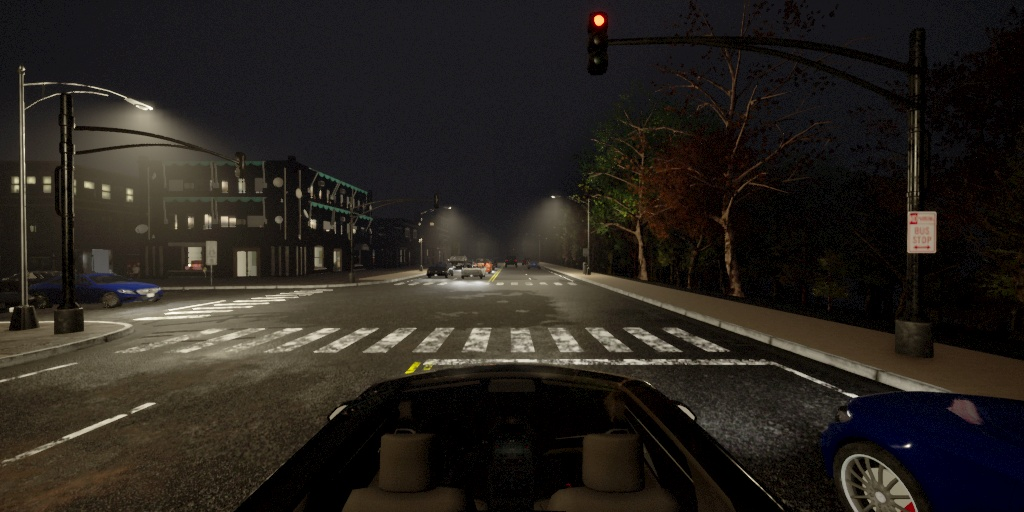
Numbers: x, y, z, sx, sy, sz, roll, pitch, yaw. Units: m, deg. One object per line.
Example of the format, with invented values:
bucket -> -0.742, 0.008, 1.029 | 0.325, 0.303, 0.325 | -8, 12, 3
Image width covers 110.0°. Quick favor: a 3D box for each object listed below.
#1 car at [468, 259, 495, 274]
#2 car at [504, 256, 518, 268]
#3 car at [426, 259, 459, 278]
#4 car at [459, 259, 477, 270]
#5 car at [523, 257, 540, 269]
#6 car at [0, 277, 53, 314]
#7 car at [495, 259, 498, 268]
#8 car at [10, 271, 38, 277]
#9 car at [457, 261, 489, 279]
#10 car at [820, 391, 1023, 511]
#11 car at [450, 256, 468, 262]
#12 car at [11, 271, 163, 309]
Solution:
car -> -3.419, 1.088, 41.261 | 2.097, 1.767, 4.553 | 0, 0, 0
car -> -0.127, 0.948, 62.936 | 2.150, 2.045, 5.566 | 0, 0, 0
car -> -6.656, 1.287, 34.008 | 2.033, 1.411, 5.357 | 0, 0, 0
car -> -6.691, 1.222, 54.648 | 2.128, 1.511, 4.902 | 0, 0, 0
car -> 3.241, 1.277, 54.977 | 2.033, 1.411, 5.357 | 0, 0, 0
car -> -19.969, 1.565, 12.862 | 4.313, 1.339, 1.948 | 0, 0, 0
car -> -3.432, 1.224, 51.293 | 2.128, 1.511, 4.902 | 0, 0, 0
car -> -28.319, 1.559, 21.357 | 4.403, 1.370, 2.007 | 0, 0, 0
car -> -3.405, 1.341, 32.289 | 1.895, 1.301, 4.718 | 0, 0, 0
car -> 3.358, 1.276, 0.895 | 1.812, 1.442, 4.674 | 0, 0, 1
car -> -6.671, 0.957, 44.363 | 2.150, 2.045, 5.566 | 0, 0, 0
car -> -18.061, 1.475, 15.587 | 4.674, 1.442, 1.812 | -1, 1, 0
